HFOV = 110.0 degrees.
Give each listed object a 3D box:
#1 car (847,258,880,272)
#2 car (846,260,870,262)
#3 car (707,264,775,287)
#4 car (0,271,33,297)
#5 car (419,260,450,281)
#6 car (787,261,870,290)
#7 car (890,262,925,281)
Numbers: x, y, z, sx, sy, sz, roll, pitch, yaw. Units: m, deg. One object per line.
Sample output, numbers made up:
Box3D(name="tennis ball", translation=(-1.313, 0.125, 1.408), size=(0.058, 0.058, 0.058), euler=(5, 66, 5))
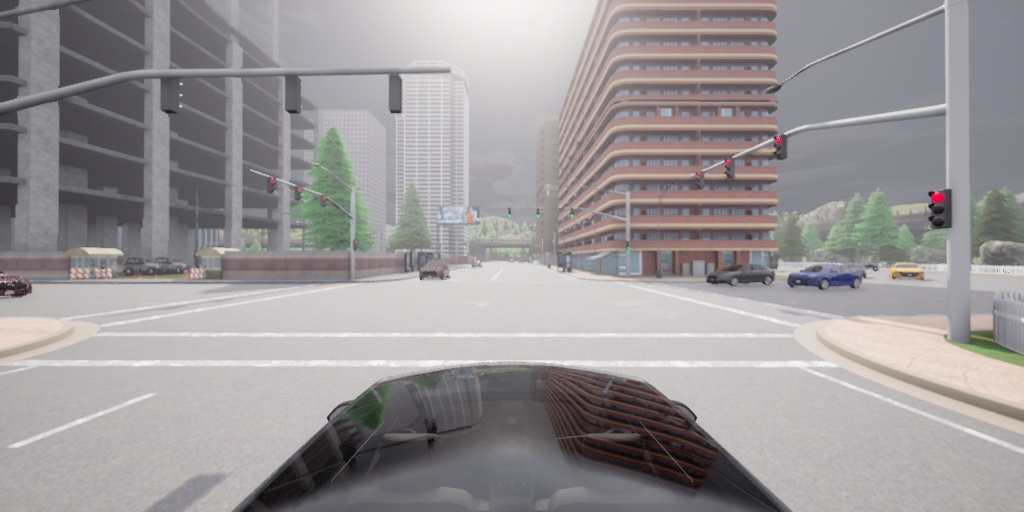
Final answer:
Box3D(name="car", translation=(44.556, 1.019, 45.875), size=(2.097, 1.767, 4.553), euler=(0, 0, 20))
Box3D(name="car", translation=(33.128, 1.387, 34.807), size=(1.837, 1.490, 4.892), euler=(1, 0, 43))
Box3D(name="car", translation=(16.220, 1.330, 25.435), size=(4.892, 1.490, 1.837), euler=(-1, 0, -15))
Box3D(name="car", translation=(-25.681, 1.131, 16.740), size=(4.553, 1.767, 2.097), euler=(0, 0, 0))
Box3D(name="car", translation=(-7.006, 1.224, 32.763), size=(2.097, 1.767, 4.553), euler=(0, -1, 0))
Box3D(name="car", translation=(19.819, 1.292, 22.739), size=(5.008, 1.535, 1.882), euler=(0, 0, -20))
Box3D(name="car", translation=(35.319, 1.345, 32.103), size=(1.882, 1.535, 5.008), euler=(0, 0, 44))
